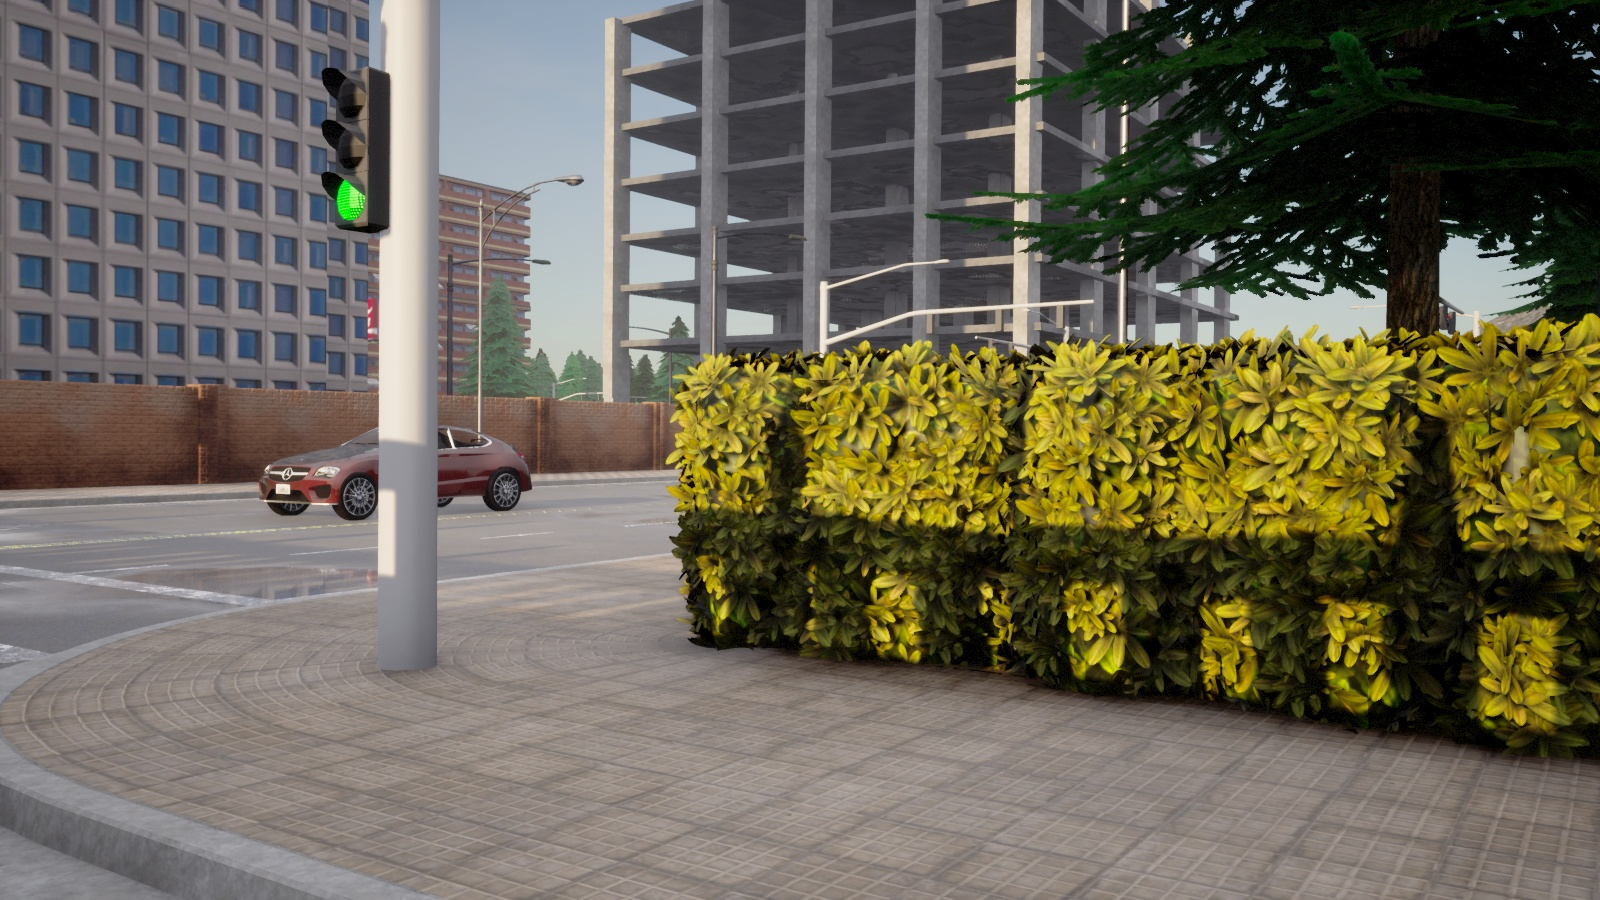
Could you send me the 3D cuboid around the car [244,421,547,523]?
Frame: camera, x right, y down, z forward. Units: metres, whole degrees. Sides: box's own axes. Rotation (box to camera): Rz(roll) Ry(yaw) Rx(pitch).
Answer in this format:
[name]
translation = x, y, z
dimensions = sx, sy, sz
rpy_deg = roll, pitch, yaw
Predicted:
[car]
translation = -7.250, 0.316, 23.069
dimensions = 2.152, 1.651, 5.027
rpy_deg = 0, 1, 33
